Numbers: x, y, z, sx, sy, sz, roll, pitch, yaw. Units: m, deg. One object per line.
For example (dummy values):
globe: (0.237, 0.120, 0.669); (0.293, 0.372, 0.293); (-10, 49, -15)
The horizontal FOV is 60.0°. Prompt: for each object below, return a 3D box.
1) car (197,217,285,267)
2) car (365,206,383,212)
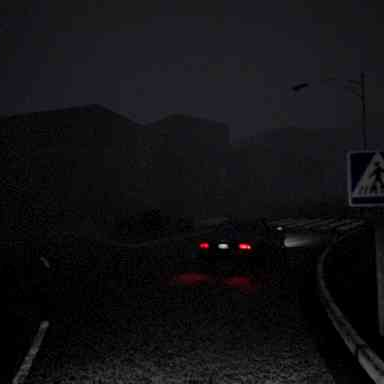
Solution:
car: (1.950, 1.595, 11.709); (2.033, 1.411, 5.357); (-3, -1, 25)
car: (14.273, 0.514, 23.905); (5.008, 1.535, 1.882); (-6, 1, -39)
